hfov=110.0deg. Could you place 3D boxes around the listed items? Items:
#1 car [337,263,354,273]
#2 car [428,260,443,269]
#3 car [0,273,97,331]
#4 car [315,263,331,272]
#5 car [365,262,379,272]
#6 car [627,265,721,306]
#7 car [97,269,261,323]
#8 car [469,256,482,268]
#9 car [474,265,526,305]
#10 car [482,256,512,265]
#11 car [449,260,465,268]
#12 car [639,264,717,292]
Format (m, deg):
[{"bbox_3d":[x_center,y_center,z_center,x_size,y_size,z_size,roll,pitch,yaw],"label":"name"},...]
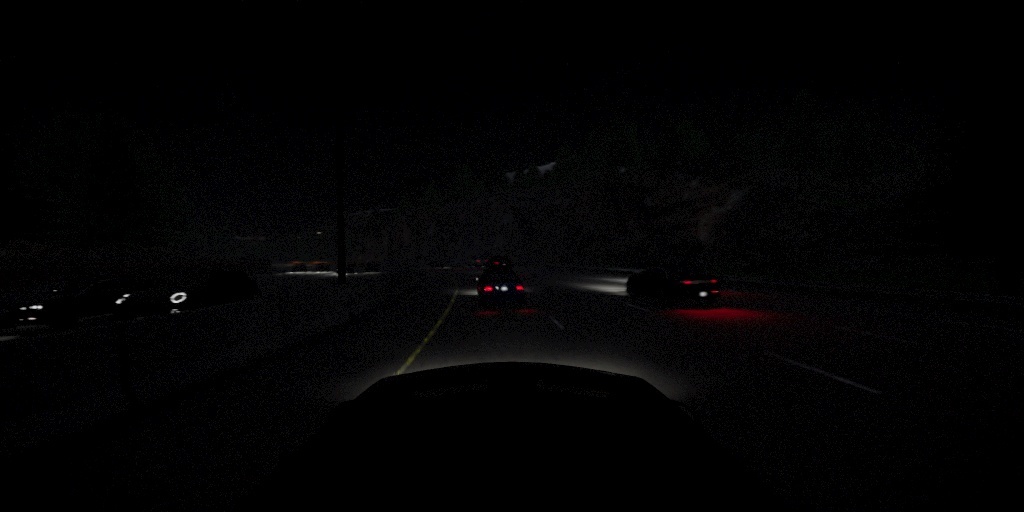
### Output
[{"bbox_3d":[-24.034,1.731,51.807,1.994,1.385,4.181,-1,0,-21],"label":"car"},{"bbox_3d":[-13.490,1.489,63.438,1.812,1.442,4.674,-1,0,-24],"label":"car"},{"bbox_3d":[-14.820,1.511,12.499,2.128,1.511,4.902,-1,0,-5],"label":"car"},{"bbox_3d":[-30.336,1.839,57.705,1.994,1.385,4.181,-1,0,-24],"label":"car"},{"bbox_3d":[-20.802,1.654,53.258,2.033,1.411,5.357,-1,0,-21],"label":"car"},{"bbox_3d":[6.414,1.114,14.867,2.128,1.511,4.902,-1,0,-5],"label":"car"},{"bbox_3d":[-11.360,1.307,12.972,2.097,1.767,4.553,-1,0,-5],"label":"car"},{"bbox_3d":[-6.047,1.045,64.154,2.150,2.045,5.566,-1,0,-24],"label":"car"},{"bbox_3d":[-0.603,1.299,16.137,2.033,1.411,5.357,-1,0,-7],"label":"car"},{"bbox_3d":[-1.515,0.975,40.333,2.150,2.045,5.566,-1,0,-15],"label":"car"},{"bbox_3d":[-9.828,1.421,63.860,1.812,1.442,4.674,-1,0,-24],"label":"car"},{"bbox_3d":[9.411,1.163,20.874,1.895,1.301,4.718,-1,0,-8],"label":"car"}]
